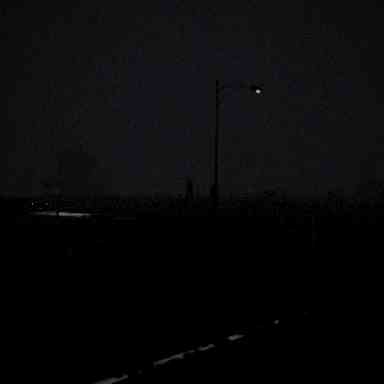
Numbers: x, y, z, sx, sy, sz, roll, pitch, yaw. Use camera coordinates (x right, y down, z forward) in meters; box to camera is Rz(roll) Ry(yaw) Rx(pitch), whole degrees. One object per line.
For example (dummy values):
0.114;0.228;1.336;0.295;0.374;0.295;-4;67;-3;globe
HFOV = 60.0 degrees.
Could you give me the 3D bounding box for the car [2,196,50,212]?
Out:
-15.100;1.078;30.268;4.718;1.301;1.895;1;0;32;car
